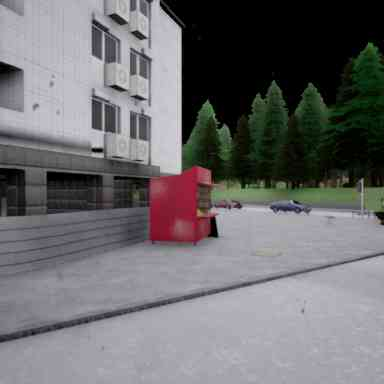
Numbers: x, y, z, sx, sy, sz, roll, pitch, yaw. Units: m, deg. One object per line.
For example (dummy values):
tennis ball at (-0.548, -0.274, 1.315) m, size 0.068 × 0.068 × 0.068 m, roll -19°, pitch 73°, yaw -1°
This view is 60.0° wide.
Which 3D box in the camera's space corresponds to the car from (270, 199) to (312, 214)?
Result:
car at (10.505, 1.521, 35.662) m, size 1.812 × 1.442 × 4.674 m, roll 0°, pitch 0°, yaw -36°

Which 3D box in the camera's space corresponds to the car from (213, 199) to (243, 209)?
car at (4.717, 1.559, 43.760) m, size 1.994 × 1.385 × 4.181 m, roll 0°, pitch 0°, yaw -35°
